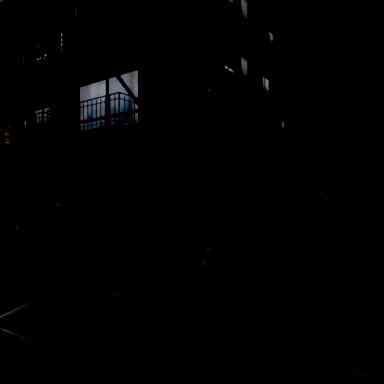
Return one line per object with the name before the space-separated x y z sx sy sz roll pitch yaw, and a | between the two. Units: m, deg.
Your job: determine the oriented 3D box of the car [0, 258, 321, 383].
car | -0.892 1.566 3.510 4.313 1.339 1.947 0 0 35
